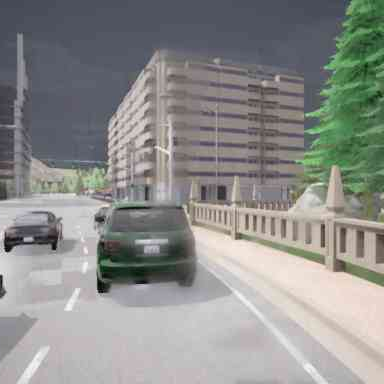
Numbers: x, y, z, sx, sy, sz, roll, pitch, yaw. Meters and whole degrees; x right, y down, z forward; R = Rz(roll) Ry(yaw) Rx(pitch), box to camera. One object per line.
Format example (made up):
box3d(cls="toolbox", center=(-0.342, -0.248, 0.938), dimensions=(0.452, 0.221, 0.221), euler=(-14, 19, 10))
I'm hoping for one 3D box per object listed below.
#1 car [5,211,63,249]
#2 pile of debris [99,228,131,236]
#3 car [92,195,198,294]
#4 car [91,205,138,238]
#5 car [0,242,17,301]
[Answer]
box3d(cls="car", center=(-6.564, 1.524, 14.083), dimensions=(1.812, 1.442, 4.674), euler=(0, 0, -18))
box3d(cls="pile of debris", center=(-4.232, 2.173, 18.151), dimensions=(1.500, 0.140, 1.860), euler=(0, 0, -21))
box3d(cls="car", center=(-1.424, 1.221, 9.103), dimensions=(2.150, 2.045, 5.566), euler=(0, 0, -14))
box3d(cls="car", center=(-4.629, 1.546, 19.204), dimensions=(2.033, 1.411, 5.357), euler=(0, 0, -20))
box3d(cls="car", center=(-3.850, 1.601, 3.522), dimensions=(1.895, 1.301, 4.718), euler=(0, 0, -7))
